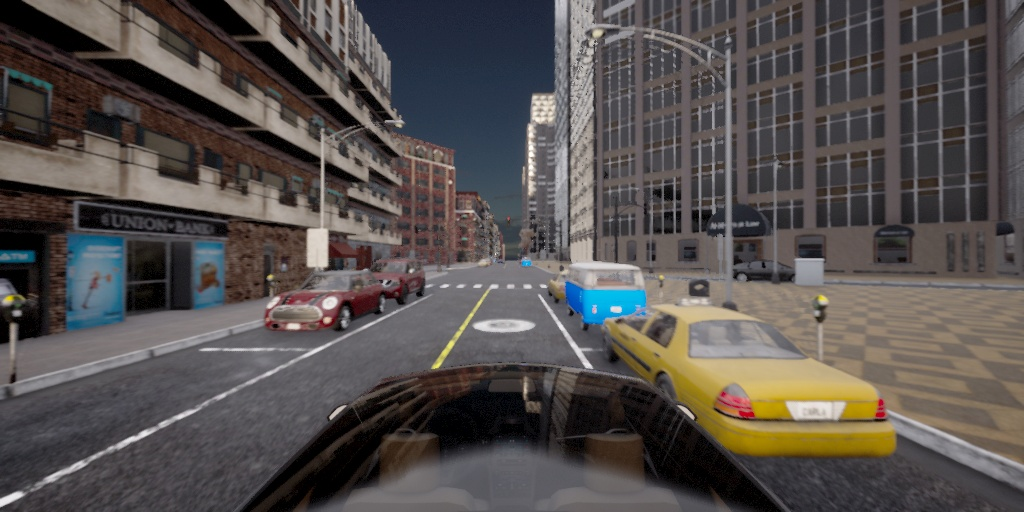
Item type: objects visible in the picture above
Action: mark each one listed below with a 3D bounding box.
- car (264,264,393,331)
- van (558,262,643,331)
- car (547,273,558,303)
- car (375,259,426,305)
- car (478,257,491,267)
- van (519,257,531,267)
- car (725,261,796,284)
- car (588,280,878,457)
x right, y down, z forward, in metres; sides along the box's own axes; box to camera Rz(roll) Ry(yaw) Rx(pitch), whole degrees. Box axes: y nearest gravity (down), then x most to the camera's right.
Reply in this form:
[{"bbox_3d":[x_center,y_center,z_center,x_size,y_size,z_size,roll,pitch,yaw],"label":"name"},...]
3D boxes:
[{"bbox_3d":[-5.309,1.184,10.714,1.967,1.591,4.097,0,0,0],"label":"car"},{"bbox_3d":[2.572,1.085,10.714,1.690,1.789,3.998,0,0,0],"label":"van"},{"bbox_3d":[2.575,1.268,16.421,1.751,1.417,4.829,0,0,0],"label":"car"},{"bbox_3d":[-5.305,1.057,16.250,2.192,1.841,5.009,0,0,0],"label":"car"},{"bbox_3d":[-5.270,1.304,65.080,1.751,1.417,4.829,0,0,0],"label":"car"},{"bbox_3d":[2.611,1.120,65.244,1.690,1.789,3.998,0,0,0],"label":"van"},{"bbox_3d":[16.833,1.063,23.479,4.892,1.490,1.837,-1,-1,41],"label":"car"},{"bbox_3d":[2.568,1.273,5.350,1.751,1.417,4.829,0,0,0],"label":"car"}]
